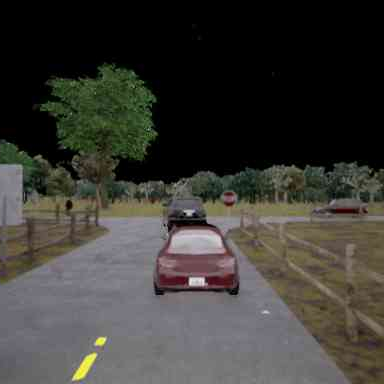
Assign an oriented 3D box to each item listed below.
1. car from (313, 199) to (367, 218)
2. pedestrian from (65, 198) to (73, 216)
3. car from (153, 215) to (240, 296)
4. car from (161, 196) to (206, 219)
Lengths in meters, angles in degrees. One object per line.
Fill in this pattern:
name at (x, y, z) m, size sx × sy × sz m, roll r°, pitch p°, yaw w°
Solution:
car at (12.945, 1.395, 29.670) m, size 4.553 × 1.767 × 2.097 m, roll 0°, pitch -2°, yaw -1°
pedestrian at (-12.132, 1.473, 32.782) m, size 0.375 × 1.860 × 0.375 m, roll 0°, pitch -2°, yaw 0°
car at (0.095, 1.537, 8.570) m, size 1.812 × 1.442 × 4.674 m, roll 0°, pitch 0°, yaw 0°
car at (-0.596, 1.273, 20.484) m, size 2.150 × 2.045 × 5.566 m, roll 0°, pitch 0°, yaw -9°
